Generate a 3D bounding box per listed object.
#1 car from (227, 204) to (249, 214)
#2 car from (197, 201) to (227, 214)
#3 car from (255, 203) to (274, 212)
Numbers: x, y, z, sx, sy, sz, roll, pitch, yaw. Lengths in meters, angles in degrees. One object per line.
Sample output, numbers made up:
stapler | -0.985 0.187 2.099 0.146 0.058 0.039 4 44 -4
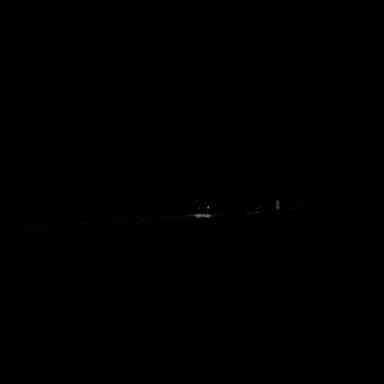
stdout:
car | 6.354 2.484 48.530 2.033 1.411 5.357 0 -1 36
car | 2.647 2.257 48.264 2.097 1.767 4.553 0 -1 36
car | 12.441 2.614 57.135 1.837 1.490 4.892 0 -1 36
